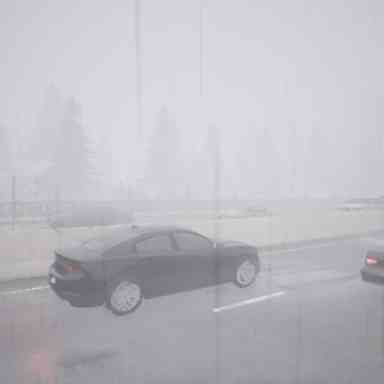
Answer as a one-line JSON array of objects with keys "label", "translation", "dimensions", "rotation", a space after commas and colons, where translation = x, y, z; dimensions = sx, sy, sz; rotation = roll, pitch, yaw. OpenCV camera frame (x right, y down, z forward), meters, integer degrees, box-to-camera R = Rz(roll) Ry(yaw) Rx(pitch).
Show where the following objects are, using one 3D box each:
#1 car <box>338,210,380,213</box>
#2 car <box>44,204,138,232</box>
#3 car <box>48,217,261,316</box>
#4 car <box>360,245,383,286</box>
[{"label": "car", "translation": [13.751, 1.321, 26.627], "dimensions": [5.566, 2.045, 2.150], "rotation": [1, 0, -35]}, {"label": "car", "translation": [-6.276, 1.559, 20.999], "dimensions": [5.357, 1.411, 2.033], "rotation": [0, 0, -35]}, {"label": "car", "translation": [-0.573, 1.488, 7.638], "dimensions": [5.008, 1.535, 1.882], "rotation": [0, 0, -35]}, {"label": "car", "translation": [6.291, 1.585, 8.225], "dimensions": [5.357, 1.411, 2.033], "rotation": [0, 0, -35]}]
